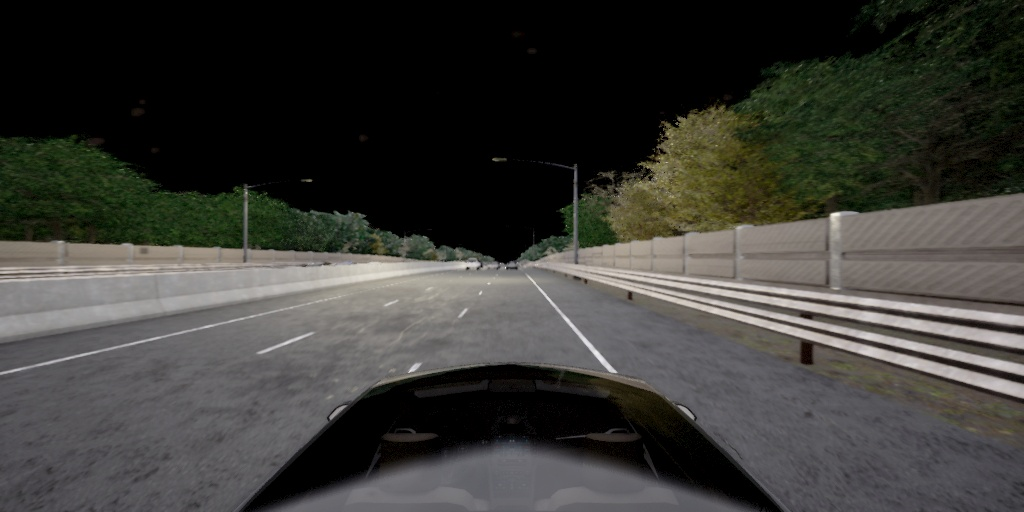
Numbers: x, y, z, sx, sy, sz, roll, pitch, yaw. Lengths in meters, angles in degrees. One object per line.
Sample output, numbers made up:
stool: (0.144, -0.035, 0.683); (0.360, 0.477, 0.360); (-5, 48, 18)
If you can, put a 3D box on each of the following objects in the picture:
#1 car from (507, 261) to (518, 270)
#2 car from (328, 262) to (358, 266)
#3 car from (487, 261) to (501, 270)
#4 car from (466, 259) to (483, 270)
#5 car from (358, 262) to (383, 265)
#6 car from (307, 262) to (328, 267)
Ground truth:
car: (0.003, 1.842, 65.338); (1.994, 1.385, 4.181); (0, -1, 0)
car: (-21.051, 1.472, 46.005); (1.882, 1.535, 5.008); (0, -1, 0)
car: (-3.497, 1.880, 65.367); (1.895, 1.301, 4.718); (0, -1, 0)
car: (-6.996, 1.495, 64.990); (2.150, 2.045, 5.566); (0, -1, 0)
car: (-17.553, 1.520, 45.988); (1.812, 1.442, 4.674); (0, -1, 0)
car: (-24.549, 1.497, 45.985); (1.837, 1.490, 4.892); (0, 0, 0)
